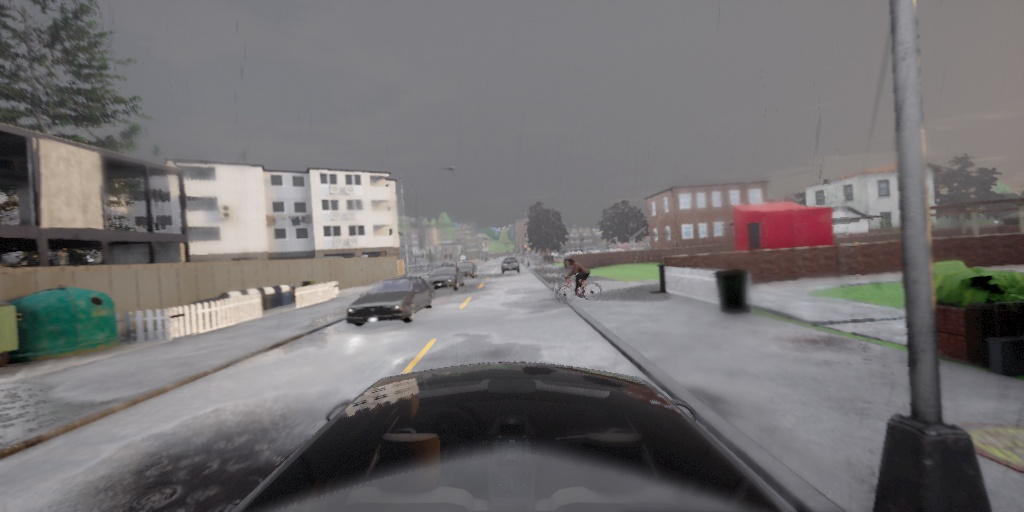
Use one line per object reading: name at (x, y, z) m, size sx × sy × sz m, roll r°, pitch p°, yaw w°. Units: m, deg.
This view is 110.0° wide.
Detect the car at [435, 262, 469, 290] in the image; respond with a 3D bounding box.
car at (-4.200, 1.377, 23.112) m, size 1.837 × 1.490 × 4.892 m, roll -4°, pitch 0°, yaw 0°

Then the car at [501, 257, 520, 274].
car at (-0.146, 0.991, 37.566) m, size 2.128 × 1.511 × 4.902 m, roll -4°, pitch 0°, yaw 0°

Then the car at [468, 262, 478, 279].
car at (-4.232, 1.307, 33.231) m, size 1.837 × 1.490 × 4.892 m, roll -4°, pitch 0°, yaw 0°

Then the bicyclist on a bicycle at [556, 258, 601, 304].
bicyclist on a bicycle at (2.320, 0.874, 12.735) m, size 1.656 × 1.620 × 0.582 m, roll -5°, pitch 0°, yaw 0°

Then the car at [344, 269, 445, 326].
car at (-4.147, 1.487, 13.246) m, size 2.033 × 1.411 × 5.357 m, roll -4°, pitch 0°, yaw 0°
